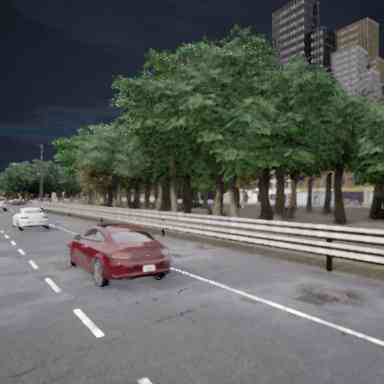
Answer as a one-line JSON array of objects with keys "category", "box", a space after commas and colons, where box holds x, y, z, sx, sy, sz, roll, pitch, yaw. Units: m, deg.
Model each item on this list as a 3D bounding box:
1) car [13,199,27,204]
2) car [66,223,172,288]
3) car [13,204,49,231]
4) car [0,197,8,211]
[{"category": "car", "box": [-39.049, 2.388, 75.413, 1.812, 1.442, 4.674, 0, -1, -9]}, {"category": "car", "box": [-2.283, 1.644, 9.722, 1.812, 1.442, 4.674, 1, -1, -34]}, {"category": "car", "box": [-11.153, 1.800, 22.949, 1.812, 1.442, 4.674, 1, -1, -34]}, {"category": "car", "box": [-29.271, 1.797, 50.373, 2.150, 2.045, 5.566, 0, -1, -30]}]
